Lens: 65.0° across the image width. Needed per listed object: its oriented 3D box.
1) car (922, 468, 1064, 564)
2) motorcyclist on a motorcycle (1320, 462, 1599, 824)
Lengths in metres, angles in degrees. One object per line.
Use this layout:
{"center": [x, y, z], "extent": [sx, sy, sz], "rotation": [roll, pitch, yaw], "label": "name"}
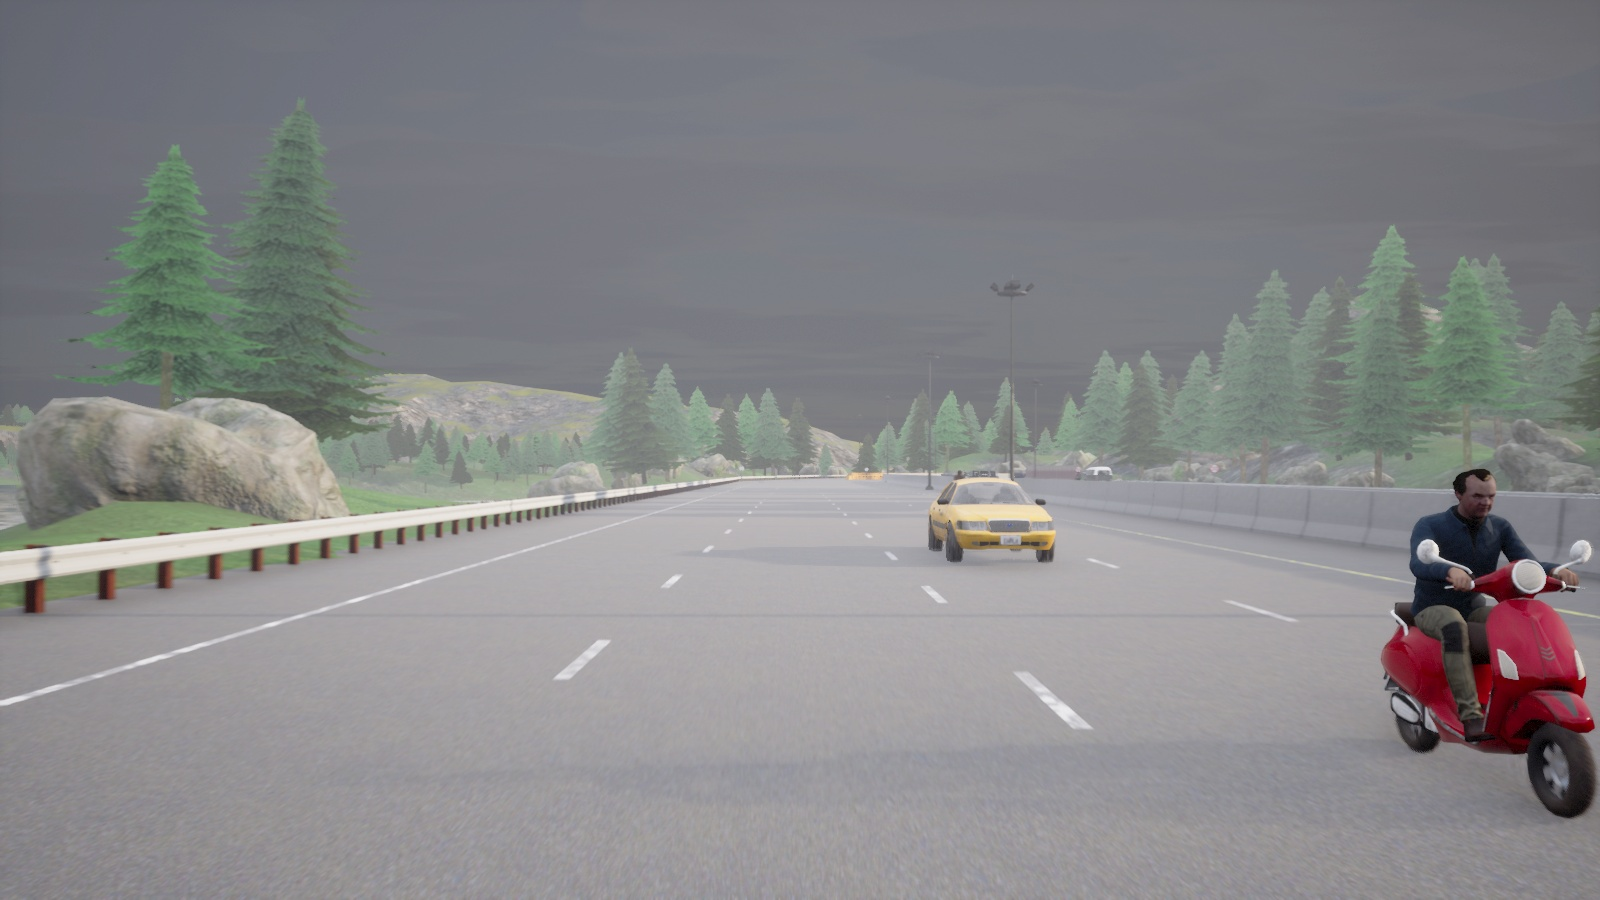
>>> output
{"center": [3.445, 1.130, 23.380], "extent": [1.801, 1.575, 5.366], "rotation": [0, -1, 0], "label": "car"}
{"center": [3.485, 0.862, 6.443], "extent": [0.866, 1.590, 1.817], "rotation": [0, -1, 0], "label": "motorcyclist on a motorcycle"}
